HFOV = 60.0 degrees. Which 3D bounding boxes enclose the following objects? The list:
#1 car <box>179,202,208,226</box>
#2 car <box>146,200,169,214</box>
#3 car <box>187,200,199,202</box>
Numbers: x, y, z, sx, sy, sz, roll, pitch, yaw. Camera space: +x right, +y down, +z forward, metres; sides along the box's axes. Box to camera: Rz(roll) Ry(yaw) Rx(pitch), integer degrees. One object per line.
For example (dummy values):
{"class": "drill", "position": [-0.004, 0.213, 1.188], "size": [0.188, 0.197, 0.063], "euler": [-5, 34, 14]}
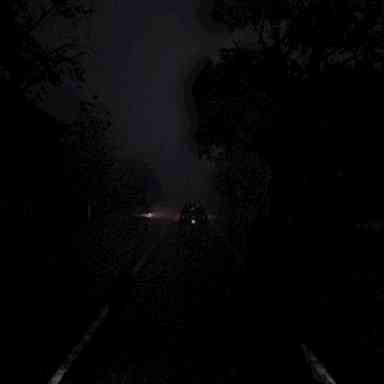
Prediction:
{"class": "car", "position": [0.092, 1.649, 23.772], "size": [1.895, 1.301, 4.718], "euler": [0, 0, 0]}
{"class": "car", "position": [-3.333, 1.509, 32.878], "size": [1.994, 1.385, 4.181], "euler": [0, -5, 0]}
{"class": "car", "position": [0.138, 1.621, 41.334], "size": [1.895, 1.301, 4.718], "euler": [0, 0, 0]}
